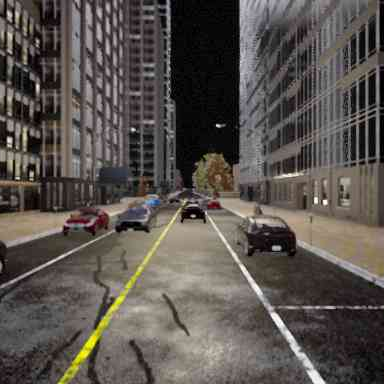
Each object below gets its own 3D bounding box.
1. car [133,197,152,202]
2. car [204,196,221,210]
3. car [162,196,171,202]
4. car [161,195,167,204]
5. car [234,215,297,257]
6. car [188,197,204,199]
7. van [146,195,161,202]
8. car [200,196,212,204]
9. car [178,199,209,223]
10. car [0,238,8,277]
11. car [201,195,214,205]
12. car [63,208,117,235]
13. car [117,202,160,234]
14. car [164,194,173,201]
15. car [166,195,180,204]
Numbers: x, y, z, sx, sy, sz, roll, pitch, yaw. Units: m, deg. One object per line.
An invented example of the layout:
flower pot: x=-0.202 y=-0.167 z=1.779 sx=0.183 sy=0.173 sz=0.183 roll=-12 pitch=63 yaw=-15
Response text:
car: x=-5.704 y=1.550 z=35.523 sx=1.802 sy=1.307 sz=4.206 roll=0 pitch=0 yaw=0
car: x=2.675 y=1.543 z=41.216 sx=1.802 sy=1.307 sz=4.206 roll=0 pitch=0 yaw=0
car: x=-5.719 y=1.489 z=75.372 sx=1.802 sy=1.307 sz=4.206 roll=0 pitch=0 yaw=0
car: x=-5.715 y=1.513 z=63.984 sx=1.802 sy=1.307 sz=4.206 roll=0 pitch=0 yaw=0
car: x=2.685 y=1.546 z=12.753 sx=2.008 sy=1.369 sz=4.403 roll=0 pitch=0 yaw=0
car: x=0.083 y=1.506 z=42.910 sx=2.033 sy=1.411 sz=5.357 roll=0 pitch=0 yaw=0
van: x=-5.709 y=1.295 z=46.907 sx=1.690 sy=1.788 sz=3.998 roll=0 pitch=0 yaw=0
car: x=2.666 y=1.482 z=63.986 sx=2.008 sy=1.369 sz=4.403 roll=0 pitch=0 yaw=0
car: x=0.089 y=1.507 z=25.340 sx=1.812 sy=1.442 sz=4.674 roll=0 pitch=0 yaw=0
car: x=-5.694 y=1.550 z=7.061 sx=2.008 sy=1.369 sz=4.403 roll=0 pitch=0 yaw=0
car: x=2.668 y=1.379 z=58.292 sx=1.967 sy=1.590 sz=4.097 roll=0 pitch=0 yaw=0
car: x=-5.698 y=1.572 z=18.446 sx=1.802 sy=1.307 sz=4.206 roll=0 pitch=0 yaw=0
car: x=-3.108 y=1.536 z=19.506 sx=2.033 sy=1.411 sz=5.357 roll=0 pitch=0 yaw=0
car: x=-5.721 y=1.331 z=81.064 sx=1.967 sy=1.590 sz=4.097 roll=0 pitch=0 yaw=0
car: x=-3.066 y=1.499 z=61.028 sx=1.994 sy=1.385 sz=4.181 roll=0 pitch=0 yaw=1
